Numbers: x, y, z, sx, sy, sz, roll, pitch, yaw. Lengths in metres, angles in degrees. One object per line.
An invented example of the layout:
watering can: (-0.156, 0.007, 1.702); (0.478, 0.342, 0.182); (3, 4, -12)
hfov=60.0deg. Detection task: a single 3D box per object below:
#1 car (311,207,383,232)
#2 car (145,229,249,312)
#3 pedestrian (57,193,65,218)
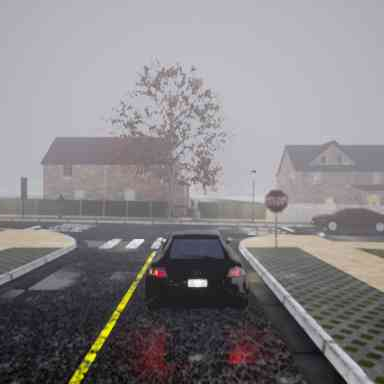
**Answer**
car: (10.418, 1.754, 21.846); (5.008, 1.535, 1.882); (1, 0, -2)
car: (0.076, 1.559, 7.807); (1.994, 1.385, 4.181); (0, 0, -1)
pedestrian: (-9.742, 1.003, 24.640); (0.375, 1.860, 0.375); (0, -1, 0)
